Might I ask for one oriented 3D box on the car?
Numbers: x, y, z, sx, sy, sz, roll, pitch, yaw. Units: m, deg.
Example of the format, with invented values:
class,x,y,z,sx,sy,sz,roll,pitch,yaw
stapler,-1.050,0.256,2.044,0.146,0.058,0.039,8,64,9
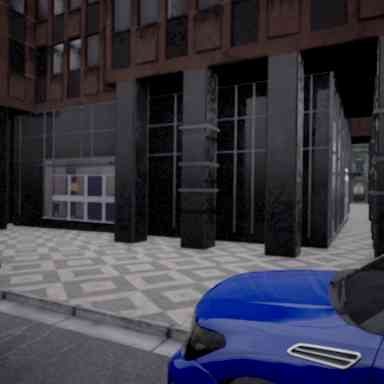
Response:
class,x,y,z,sx,sy,sz,roll,pitch,yaw
car,2.539,1.225,2.387,5.566,2.045,2.150,0,0,27
